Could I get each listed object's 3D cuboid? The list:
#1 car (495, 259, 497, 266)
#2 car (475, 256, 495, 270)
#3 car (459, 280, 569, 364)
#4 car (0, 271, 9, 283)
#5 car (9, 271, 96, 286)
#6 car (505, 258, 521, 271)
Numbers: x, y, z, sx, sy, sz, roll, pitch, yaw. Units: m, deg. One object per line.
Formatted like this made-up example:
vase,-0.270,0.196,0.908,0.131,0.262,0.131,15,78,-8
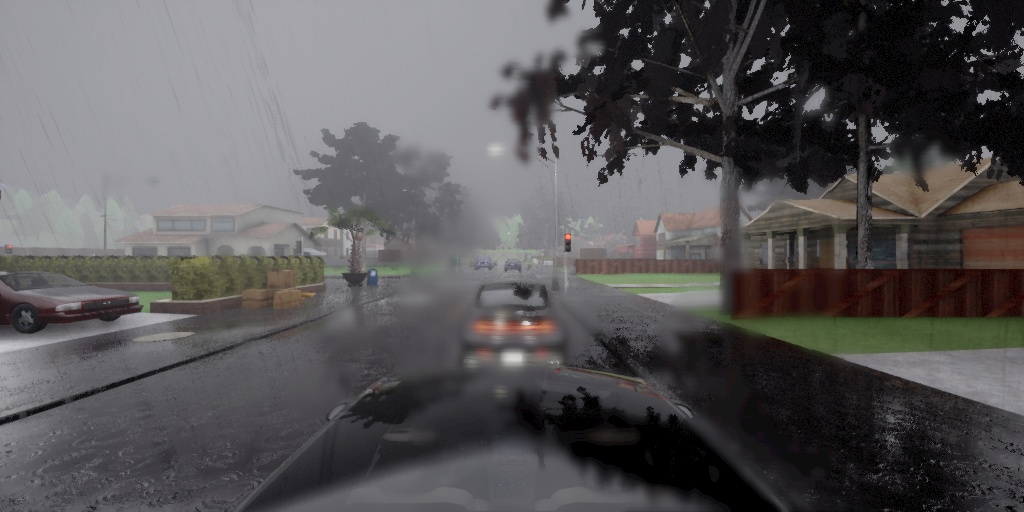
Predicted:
car,-4.024,1.241,62.308,2.128,1.511,4.902,0,0,0
car,-4.059,0.971,52.258,2.150,2.045,5.566,0,0,0
car,0.047,1.255,7.654,1.837,1.490,4.892,0,0,1
car,-43.850,1.242,30.851,4.902,1.511,2.128,0,0,0
car,-33.618,1.102,26.749,4.553,1.767,2.097,0,0,0
car,0.118,1.102,49.149,2.097,1.767,4.553,0,0,0
